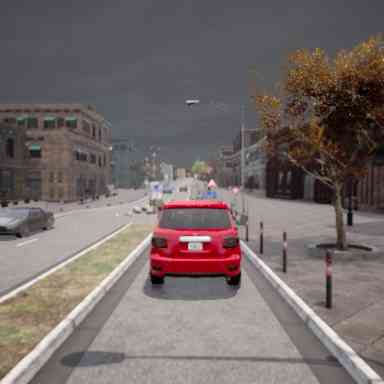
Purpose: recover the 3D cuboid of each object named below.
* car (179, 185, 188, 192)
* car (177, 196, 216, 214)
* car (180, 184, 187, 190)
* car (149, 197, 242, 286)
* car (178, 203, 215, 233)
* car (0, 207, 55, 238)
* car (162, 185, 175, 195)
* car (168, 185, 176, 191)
[{"bbox_3d":[-2.197,-0.817,81.965,1.812,1.442,4.674,0,2,0],"label":"car"},{"bbox_3d":[0.367,1.224,32.824,1.994,1.385,4.181,-1,2,-31],"label":"car"},{"bbox_3d":[-2.203,-1.337,91.956,1.812,1.442,4.674,0,2,0],"label":"car"},{"bbox_3d":[0.115,1.252,9.694,2.150,2.045,5.566,0,0,1],"label":"car"},{"bbox_3d":[0.426,1.520,21.038,2.033,1.411,5.357,0,1,4],"label":"car"},{"bbox_3d":[-9.102,1.531,17.788,2.033,1.411,5.357,0,1,-2],"label":"car"},{"bbox_3d":[-5.190,-0.335,69.690,1.882,1.535,5.008,0,3,0],"label":"car"},{"bbox_3d":[-5.199,-0.954,85.522,1.812,1.442,4.674,0,2,0],"label":"car"}]
